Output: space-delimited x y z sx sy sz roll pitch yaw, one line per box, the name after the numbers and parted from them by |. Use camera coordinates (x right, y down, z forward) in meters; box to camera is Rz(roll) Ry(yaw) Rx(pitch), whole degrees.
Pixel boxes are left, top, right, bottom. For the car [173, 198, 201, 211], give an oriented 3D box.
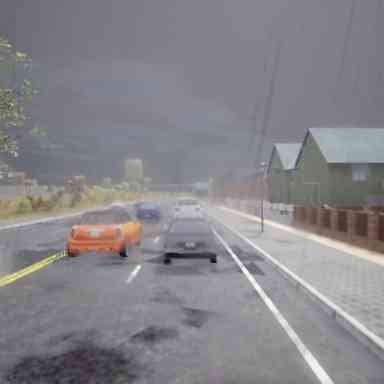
-0.391 1.497 27.739 2.150 2.045 5.566 0 0 -1 | car

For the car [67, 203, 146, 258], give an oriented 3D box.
-3.316 1.486 13.462 2.097 1.767 4.553 0 -1 0 | car

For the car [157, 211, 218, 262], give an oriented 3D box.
-0.065 1.672 12.598 2.033 1.411 5.357 0 -1 0 | car

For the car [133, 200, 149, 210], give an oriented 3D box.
-7.995 2.063 52.556 2.033 1.411 5.357 0 -1 -3 | car

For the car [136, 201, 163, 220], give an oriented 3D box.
-3.675 1.768 29.329 1.882 1.535 5.008 0 0 -1 | car

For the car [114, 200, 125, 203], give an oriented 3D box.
-11.180 2.031 51.022 1.812 1.442 4.674 0 -1 -3 | car
